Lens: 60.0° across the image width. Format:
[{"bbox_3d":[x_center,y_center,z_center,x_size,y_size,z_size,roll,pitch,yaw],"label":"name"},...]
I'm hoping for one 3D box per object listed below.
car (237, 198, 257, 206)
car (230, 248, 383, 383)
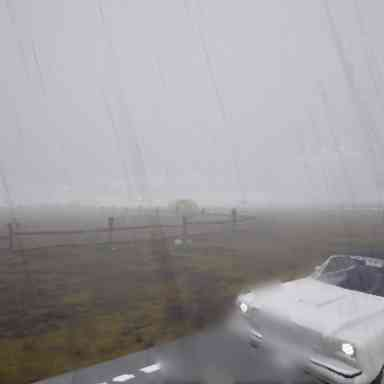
[{"bbox_3d":[11.745,2.121,71.633,2.128,1.511,4.902,1,-2,-36],"label":"car"},{"bbox_3d":[2.854,1.645,5.104,4.718,1.301,1.895,1,0,-35],"label":"car"}]
